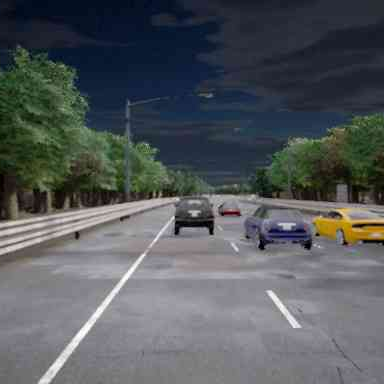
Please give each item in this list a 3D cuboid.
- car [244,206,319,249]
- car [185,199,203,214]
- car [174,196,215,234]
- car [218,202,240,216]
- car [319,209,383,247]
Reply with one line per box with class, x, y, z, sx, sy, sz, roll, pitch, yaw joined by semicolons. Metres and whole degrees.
car;3.619;1.380;14.774;2.097;1.767;4.553;0;0;0
car;0.278;1.596;38.177;1.882;1.535;5.008;0;0;1
car;0.127;1.260;19.540;2.150;2.045;5.566;0;0;0
car;3.716;1.664;33.641;1.994;1.385;4.181;0;0;1
car;7.120;1.511;15.308;1.882;1.535;5.008;0;0;0
